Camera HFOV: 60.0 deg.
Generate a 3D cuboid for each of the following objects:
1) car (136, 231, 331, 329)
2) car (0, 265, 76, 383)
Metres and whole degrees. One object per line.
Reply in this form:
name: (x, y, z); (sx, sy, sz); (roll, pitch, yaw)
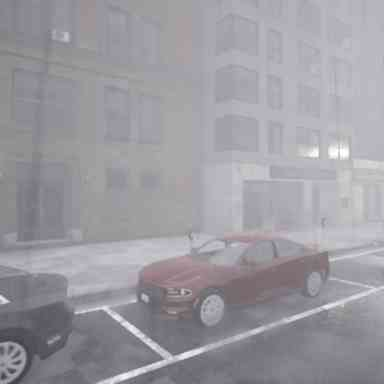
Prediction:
car: (1.040, 1.548, 6.929); (4.507, 1.381, 1.887); (0, 0, -35)
car: (-3.586, 1.550, 3.630); (4.403, 1.369, 2.008); (0, 0, -35)
